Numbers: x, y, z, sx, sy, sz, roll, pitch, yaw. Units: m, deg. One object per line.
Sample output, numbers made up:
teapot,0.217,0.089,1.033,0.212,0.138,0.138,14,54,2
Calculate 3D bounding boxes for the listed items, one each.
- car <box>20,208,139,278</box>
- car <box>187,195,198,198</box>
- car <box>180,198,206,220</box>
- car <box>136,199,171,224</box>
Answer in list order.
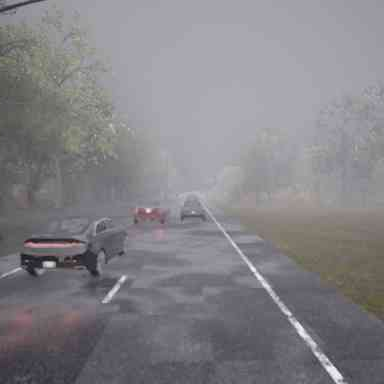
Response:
car,-3.211,1.448,10.046,2.128,1.511,4.902,0,0,2
car,0.079,1.168,44.376,2.097,1.767,4.553,0,0,0
car,0.097,1.453,26.524,1.994,1.385,4.181,0,0,0
car,-2.750,1.252,23.708,2.097,1.767,4.553,0,0,2
